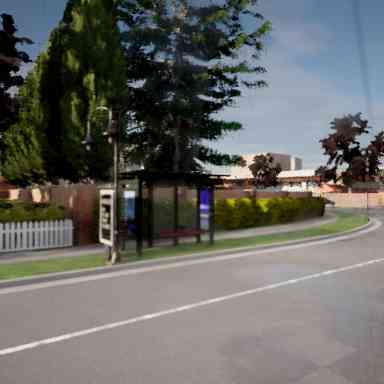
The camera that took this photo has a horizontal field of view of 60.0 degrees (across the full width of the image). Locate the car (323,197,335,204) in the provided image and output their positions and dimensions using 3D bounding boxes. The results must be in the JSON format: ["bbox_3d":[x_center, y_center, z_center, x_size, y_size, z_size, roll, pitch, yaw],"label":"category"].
[{"bbox_3d":[20.344,1.473,52.190,1.812,1.442,4.674,0,-1,-20],"label":"car"}]
